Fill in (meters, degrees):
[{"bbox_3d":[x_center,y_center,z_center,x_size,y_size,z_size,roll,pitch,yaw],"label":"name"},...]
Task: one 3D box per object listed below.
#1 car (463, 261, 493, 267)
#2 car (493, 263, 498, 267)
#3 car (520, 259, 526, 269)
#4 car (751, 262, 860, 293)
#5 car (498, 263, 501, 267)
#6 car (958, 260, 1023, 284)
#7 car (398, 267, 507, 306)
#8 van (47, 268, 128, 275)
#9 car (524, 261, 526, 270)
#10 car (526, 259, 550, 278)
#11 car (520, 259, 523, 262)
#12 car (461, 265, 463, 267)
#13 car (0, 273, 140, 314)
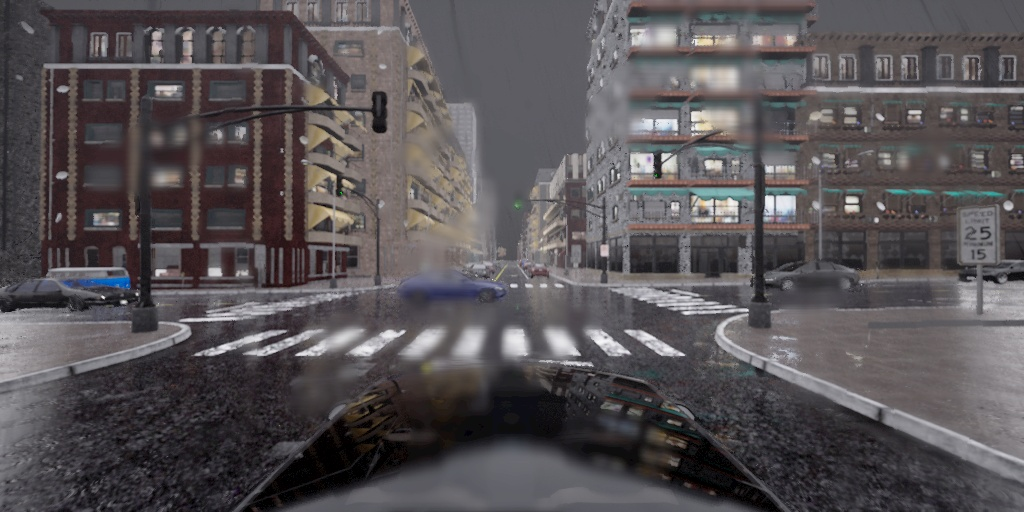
[{"bbox_3d":[-3.067,1.445,33.145,1.812,1.442,4.674,0,0,0],"label":"car"},{"bbox_3d":[-3.054,1.507,44.404,1.812,1.442,4.674,0,0,0],"label":"car"},{"bbox_3d":[2.746,1.641,58.128,1.802,1.307,4.207,0,0,0],"label":"car"},{"bbox_3d":[15.271,1.079,18.814,4.892,1.490,1.837,-1,-1,0],"label":"car"},{"bbox_3d":[-2.989,1.649,62.574,1.994,1.385,4.181,0,0,1],"label":"car"},{"bbox_3d":[29.614,0.934,21.455,4.313,1.339,1.948,0,0,0],"label":"car"},{"bbox_3d":[-2.541,1.353,15.641,4.674,1.442,1.812,0,0,0],"label":"car"},{"bbox_3d":[-25.349,1.602,21.372,3.998,1.789,1.690,0,0,0],"label":"van"},{"bbox_3d":[2.729,1.516,41.525,2.007,1.370,4.403,0,0,0],"label":"car"},{"bbox_3d":[2.723,1.375,35.991,1.967,1.591,4.097,0,0,0],"label":"car"},{"bbox_3d":[2.752,1.672,63.662,1.802,1.307,4.207,0,0,0],"label":"car"},{"bbox_3d":[-5.647,1.547,47.068,2.007,1.370,4.403,0,0,0],"label":"car"},{"bbox_3d":[-19.530,1.661,15.576,5.357,1.411,2.033,-1,-1,0],"label":"car"}]
